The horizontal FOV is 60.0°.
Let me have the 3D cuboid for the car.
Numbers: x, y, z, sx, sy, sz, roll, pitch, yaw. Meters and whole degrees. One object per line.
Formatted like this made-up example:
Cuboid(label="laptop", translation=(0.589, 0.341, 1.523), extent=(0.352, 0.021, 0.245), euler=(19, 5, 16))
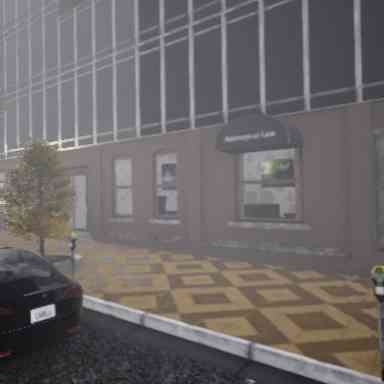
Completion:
Cuboid(label="car", translation=(-3.587, 1.589, 5.448), extent=(4.313, 1.339, 1.947), euler=(0, -1, 36))
